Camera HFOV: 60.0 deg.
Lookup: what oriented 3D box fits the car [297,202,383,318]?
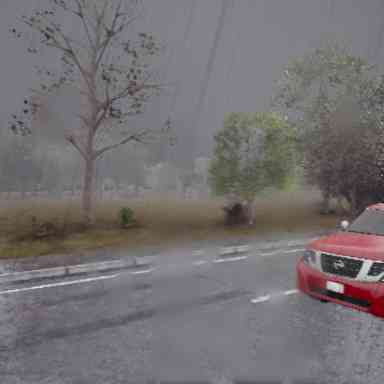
[{"bbox_3d":[4.702,1.215,6.953,5.566,2.045,2.150,0,0,-32],"label":"car"}]
